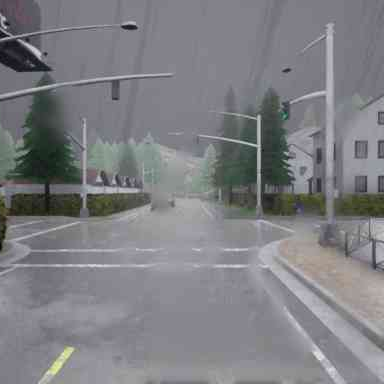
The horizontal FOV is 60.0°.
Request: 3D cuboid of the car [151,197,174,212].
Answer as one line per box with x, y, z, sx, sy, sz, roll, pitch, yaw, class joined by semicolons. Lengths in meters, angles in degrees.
-3.568;1.547;38.440;2.033;1.411;5.357;0;0;0;car
